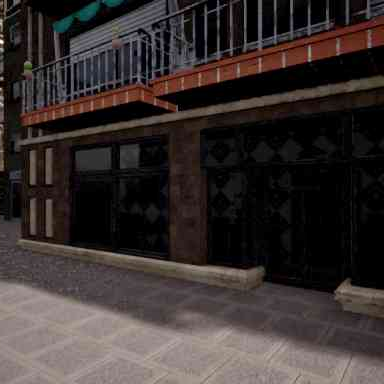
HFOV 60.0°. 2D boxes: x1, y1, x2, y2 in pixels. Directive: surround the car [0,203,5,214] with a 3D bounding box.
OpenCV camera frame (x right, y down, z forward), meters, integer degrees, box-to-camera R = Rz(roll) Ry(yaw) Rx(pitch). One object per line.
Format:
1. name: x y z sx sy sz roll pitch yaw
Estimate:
1. car: -19.409 1.320 30.057 1.967 1.590 4.097 0 1 36
